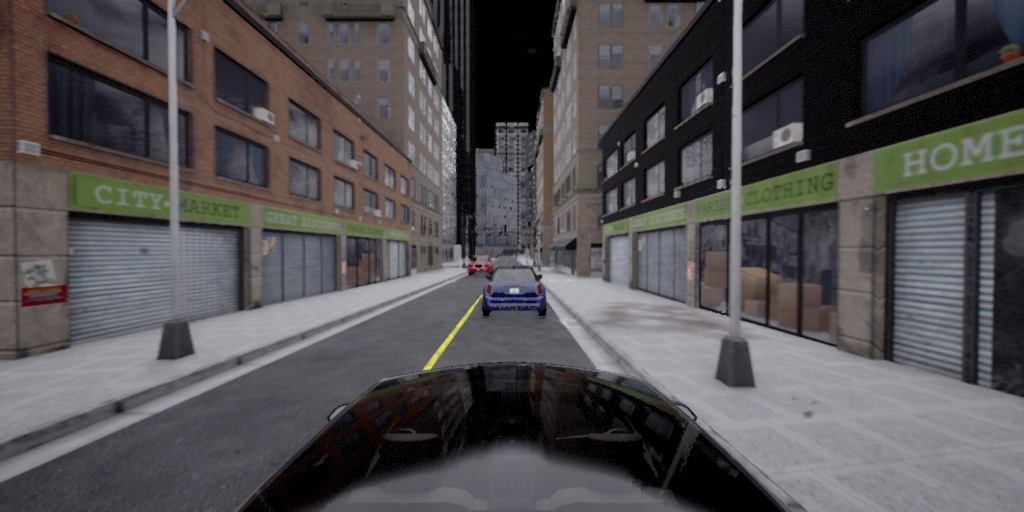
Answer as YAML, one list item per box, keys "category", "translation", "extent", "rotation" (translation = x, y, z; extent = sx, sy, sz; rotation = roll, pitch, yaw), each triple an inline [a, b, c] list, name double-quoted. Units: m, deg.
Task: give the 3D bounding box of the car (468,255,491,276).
- category: "car"
  translation: [-3.092, 0.900, 35.882]
  extent: [2.150, 2.045, 5.566]
  rotation: [0, 0, 0]

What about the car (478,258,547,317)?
- category: "car"
  translation: [0.083, 1.081, 13.226]
  extent: [2.097, 1.767, 4.553]
  rotation: [0, 0, 0]

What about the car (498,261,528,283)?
- category: "car"
  translation: [0.082, 1.187, 28.495]
  extent: [2.128, 1.511, 4.902]
  rotation: [0, 0, 0]
